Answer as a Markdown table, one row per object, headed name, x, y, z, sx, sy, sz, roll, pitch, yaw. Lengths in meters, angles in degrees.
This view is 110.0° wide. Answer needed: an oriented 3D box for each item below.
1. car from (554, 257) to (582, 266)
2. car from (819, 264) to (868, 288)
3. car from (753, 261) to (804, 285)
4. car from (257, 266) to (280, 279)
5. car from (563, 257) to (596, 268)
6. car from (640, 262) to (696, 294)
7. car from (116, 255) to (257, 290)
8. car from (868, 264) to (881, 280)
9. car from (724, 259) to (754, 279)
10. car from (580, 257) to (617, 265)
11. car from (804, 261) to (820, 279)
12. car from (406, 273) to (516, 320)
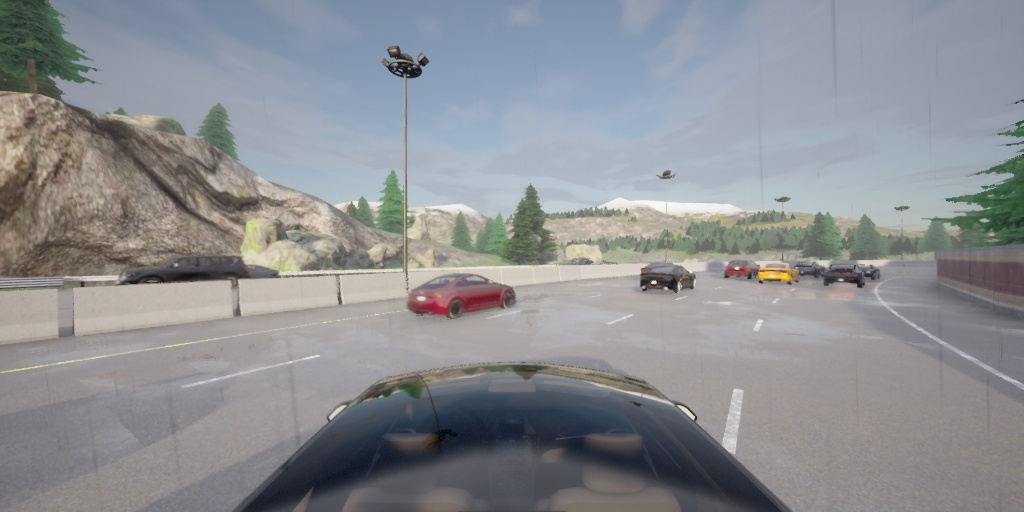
| name | x | y | z | sx | sy | sz | roll | pitch | yaw |
| --- | --- | --- | --- | --- | --- | --- | --- | --- | --- |
| car | 7.110 | 1.243 | 43.637 | 4.902 | 1.511 | 2.128 | 0 | 0 | -42 |
| car | 22.427 | 1.255 | 24.169 | 4.892 | 1.490 | 1.837 | 0 | 0 | -43 |
| car | 19.667 | 1.228 | 26.372 | 5.008 | 1.535 | 1.882 | 0 | 0 | -44 |
| car | -18.848 | 1.314 | 25.290 | 1.994 | 1.385 | 4.181 | 0 | 0 | 37 |
| car | 9.552 | 0.904 | 50.456 | 4.892 | 1.490 | 1.837 | 0 | 0 | -40 |
| car | 9.020 | 1.227 | 20.508 | 1.882 | 1.535 | 5.008 | 0 | 0 | 41 |
| car | -18.212 | 0.971 | 20.283 | 2.150 | 2.045 | 5.566 | 0 | 0 | 35 |
| car | 30.344 | 1.351 | 31.028 | 4.718 | 1.301 | 1.895 | 0 | 0 | -39 |
| car | 20.901 | 1.102 | 32.213 | 4.553 | 1.767 | 2.097 | 0 | 0 | -42 |
| car | 10.597 | 1.242 | 42.068 | 4.902 | 1.511 | 2.128 | 0 | 0 | -42 |
| car | 27.584 | 1.241 | 33.275 | 4.902 | 1.511 | 2.128 | 0 | 0 | -39 |
| car | -1.671 | 1.314 | 12.922 | 1.994 | 1.385 | 4.181 | 0 | 0 | 36 |
